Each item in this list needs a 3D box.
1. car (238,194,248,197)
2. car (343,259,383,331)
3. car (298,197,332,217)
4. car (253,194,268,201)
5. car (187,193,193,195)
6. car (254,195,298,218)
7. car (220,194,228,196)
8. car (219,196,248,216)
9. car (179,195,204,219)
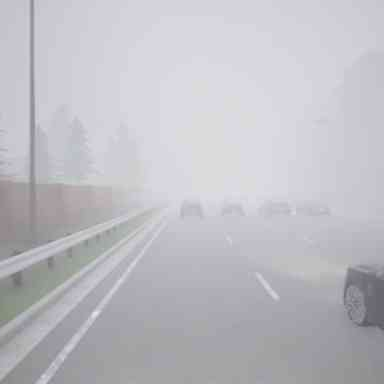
[{"bbox_3d":[10.136,1.082,67.647,2.128,1.511,4.902,0,0,0],"label":"car"},{"bbox_3d":[3.597,1.465,4.015,2.128,1.511,4.902,0,0,0],"label":"car"},{"bbox_3d":[10.467,1.375,28.992,1.994,1.385,4.181,0,0,0],"label":"car"},{"bbox_3d":[13.643,1.164,66.578,1.895,1.301,4.718,0,0,0],"label":"car"},{"bbox_3d":[-0.400,1.046,73.587,2.128,1.511,4.902,0,0,0],"label":"car"},{"bbox_3d":[6.971,1.308,28.275,2.128,1.511,4.902,0,0,0],"label":"car"},{"bbox_3d":[6.629,1.092,68.747,2.033,1.411,5.357,0,0,0],"label":"car"},{"bbox_3d":[3.465,1.333,29.526,1.812,1.442,4.674,0,1,0],"label":"car"},{"bbox_3d":[-0.023,1.314,27.364,2.128,1.511,4.902,0,0,0],"label":"car"}]
